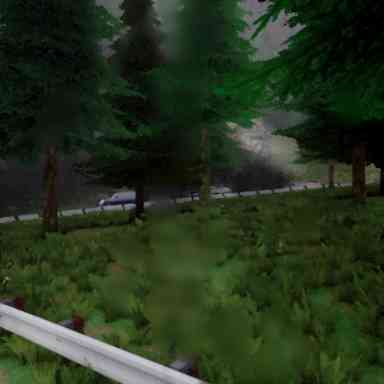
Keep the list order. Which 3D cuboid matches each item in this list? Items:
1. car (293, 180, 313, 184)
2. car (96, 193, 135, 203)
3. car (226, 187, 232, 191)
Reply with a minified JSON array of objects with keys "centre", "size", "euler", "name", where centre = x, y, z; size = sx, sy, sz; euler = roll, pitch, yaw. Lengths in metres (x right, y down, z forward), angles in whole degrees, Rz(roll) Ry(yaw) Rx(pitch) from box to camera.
[{"centre":[12.039,-0.607,36.964],"size":[4.181,1.385,1.994],"euler":[-5,-1,6],"name":"car"},{"centre":[-7.081,0.772,32.300],"size":[4.553,1.767,2.097],"euler":[-5,2,-29],"name":"car"},{"centre":[2.068,0.124,36.261],"size":[4.902,1.511,2.128],"euler":[-5,1,-13],"name":"car"}]
